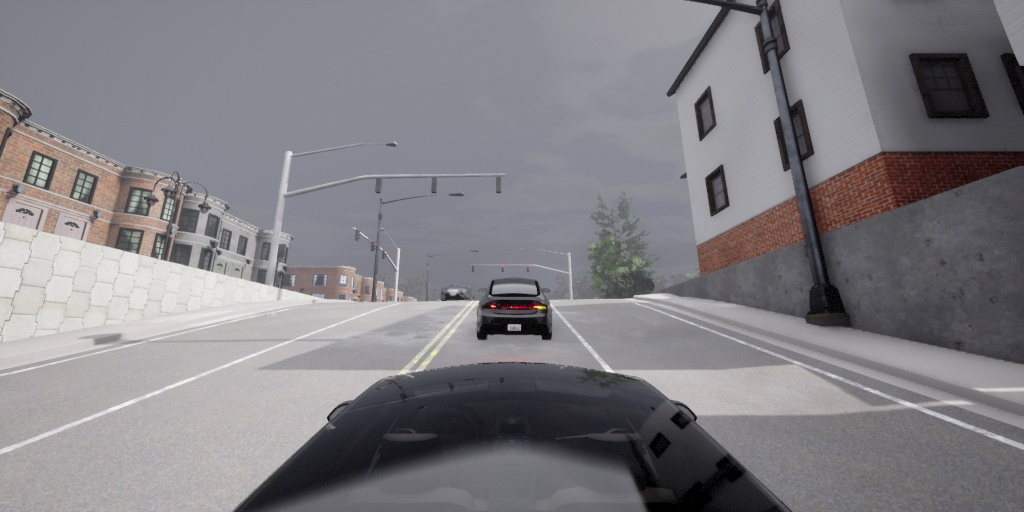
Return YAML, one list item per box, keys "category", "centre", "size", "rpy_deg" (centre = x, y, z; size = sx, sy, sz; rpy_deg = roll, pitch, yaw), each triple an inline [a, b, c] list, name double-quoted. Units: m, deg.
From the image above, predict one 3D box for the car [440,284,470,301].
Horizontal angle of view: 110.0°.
- category: "car"
  centre: [-3.634, 2.632, 24.446]
  size: [2.128, 1.511, 4.902]
  rpy_deg: [0, -13, 0]

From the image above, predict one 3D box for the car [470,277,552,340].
- category: "car"
  centre: [0.067, 1.352, 10.343]
  size: [1.837, 1.490, 4.892]
  rpy_deg: [0, 0, 0]
